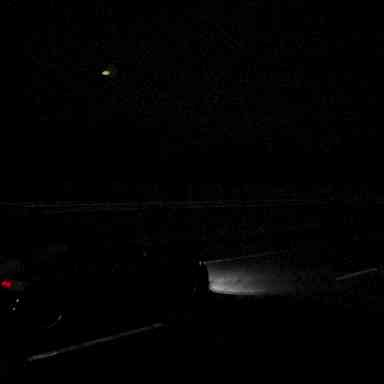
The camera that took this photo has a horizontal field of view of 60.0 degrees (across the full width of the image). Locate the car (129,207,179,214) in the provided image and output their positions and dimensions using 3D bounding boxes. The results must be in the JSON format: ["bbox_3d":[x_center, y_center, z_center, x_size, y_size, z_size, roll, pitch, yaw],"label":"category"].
[{"bbox_3d":[-2.350,1.565,19.454,5.357,1.411,2.033,0,0,-35],"label":"car"}]

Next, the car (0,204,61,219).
[{"bbox_3d":[-10.011,1.546,18.336,5.357,1.411,2.033,0,0,-35],"label":"car"}]

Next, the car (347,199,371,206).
[{"bbox_3d":[23.376,1.644,45.346,5.357,1.411,2.033,0,0,-33],"label":"car"}]

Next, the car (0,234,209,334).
[{"bbox_3d":[-1.686,1.567,6.823,4.181,1.385,1.994,0,0,-35],"label":"car"}]

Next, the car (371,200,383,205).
[{"bbox_3d":[25.535,1.580,42.570,5.008,1.535,1.882,0,0,-33],"label":"car"}]

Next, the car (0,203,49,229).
[{"bbox_3d":[-11.853,1.523,21.314,4.674,1.442,1.812,0,0,-35],"label":"car"}]
